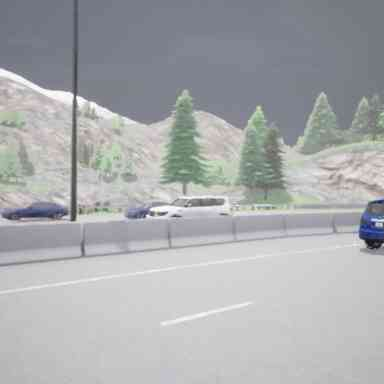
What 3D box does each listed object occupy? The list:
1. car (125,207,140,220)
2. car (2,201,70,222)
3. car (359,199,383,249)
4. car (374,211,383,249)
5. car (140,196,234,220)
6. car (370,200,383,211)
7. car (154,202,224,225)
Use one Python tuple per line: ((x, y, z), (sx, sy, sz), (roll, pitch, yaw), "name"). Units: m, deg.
((-3.074, 1.533, 26.830), (4.674, 1.442, 1.812), (1, 0, -31), "car")
((-11.848, 1.455, 25.424), (4.674, 1.442, 1.812), (1, 0, -33), "car")
((9.227, 1.317, 13.544), (5.566, 2.045, 2.150), (1, 0, -29), "car")
((6.779, 1.419, 8.026), (4.553, 1.767, 2.097), (1, 0, -32), "car")
((-0.005, 1.246, 20.538), (5.566, 2.045, 2.150), (1, 0, -31), "car")
((26.873, 1.836, 44.820), (5.357, 1.411, 2.033), (1, 0, -19), "car")
((-0.162, 1.534, 24.491), (4.892, 1.490, 1.837), (1, 0, -30), "car")
